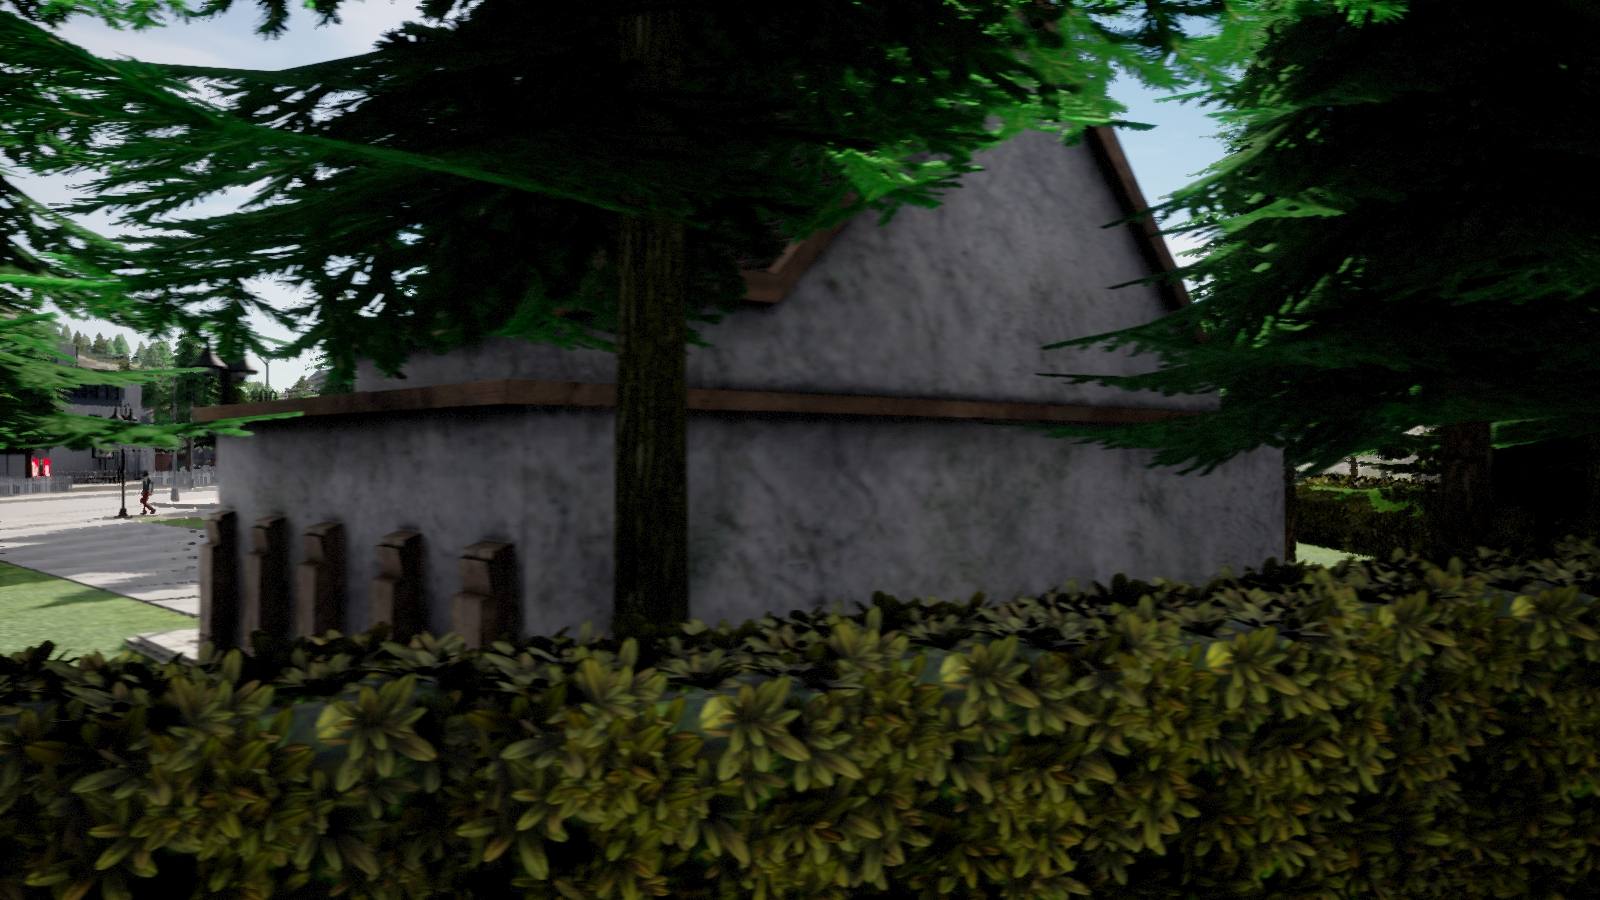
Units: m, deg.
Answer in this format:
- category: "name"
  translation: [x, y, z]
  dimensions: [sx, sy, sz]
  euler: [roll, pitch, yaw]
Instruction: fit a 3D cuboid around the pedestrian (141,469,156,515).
- category: "pedestrian"
  translation: [-26.296, 1.698, 46.135]
  dimensions: [0.375, 1.860, 0.375]
  euler: [0, 0, 3]
